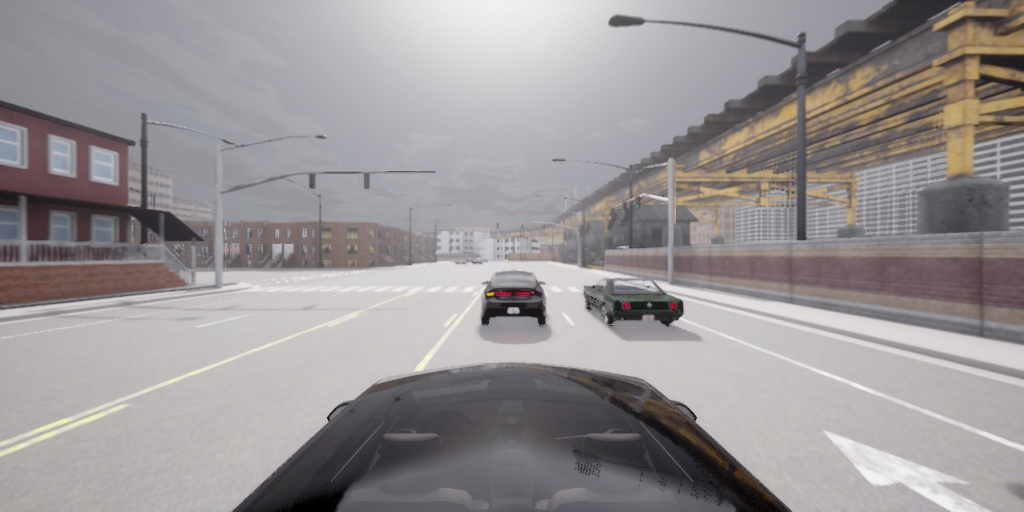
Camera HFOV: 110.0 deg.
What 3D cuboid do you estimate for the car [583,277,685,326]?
[{"bbox_3d":[3.559,1.321,11.532,1.895,1.301,4.718,0,0,0],"label":"car"}]

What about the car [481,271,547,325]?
[{"bbox_3d":[0.058,1.221,11.654,1.837,1.490,4.892,0,-1,0],"label":"car"}]

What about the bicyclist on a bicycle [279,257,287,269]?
[{"bbox_3d":[-31.183,0.929,48.870,0.582,1.620,1.656,0,0,0],"label":"bicyclist on a bicycle"}]
